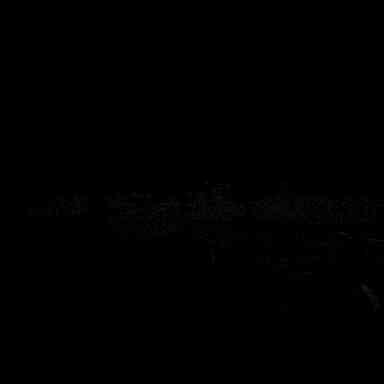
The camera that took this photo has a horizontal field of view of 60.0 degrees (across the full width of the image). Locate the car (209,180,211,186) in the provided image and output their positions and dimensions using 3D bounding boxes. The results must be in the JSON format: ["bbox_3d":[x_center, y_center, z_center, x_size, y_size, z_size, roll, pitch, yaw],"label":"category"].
[{"bbox_3d":[1.985,-2.073,91.638,5.008,1.535,2.097,-2,4,-4],"label":"car"}]

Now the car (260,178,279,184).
[{"bbox_3d":[16.529,-1.677,77.681,5.566,2.045,2.435,-1,4,-4],"label":"car"}]

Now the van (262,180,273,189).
[{"bbox_3d":[13.144,-0.794,66.200,4.442,1.987,1.878,-1,4,-3],"label":"van"}]

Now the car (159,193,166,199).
[{"bbox_3d":[-7.388,0.459,57.719,4.792,1.488,2.163,-2,3,-5],"label":"car"}]

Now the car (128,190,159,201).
[{"bbox_3d":[-8.191,0.680,54.876,4.674,1.452,2.002,-2,3,-5],"label":"car"}]

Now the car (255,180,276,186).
[{"bbox_3d":[20.431,-2.490,92.073,5.366,1.575,1.946,-1,4,-4],"label":"car"}]

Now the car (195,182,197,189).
[{"bbox_3d":[-1.976,-1.031,77.544,5.008,1.535,2.097,-2,3,-4],"label":"car"}]

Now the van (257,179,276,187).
[{"bbox_3d":[19.916,-2.509,89.207,4.442,1.987,1.878,-1,4,-4],"label":"van"}]

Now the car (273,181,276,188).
[{"bbox_3d":[14.789,-0.995,71.936,4.892,1.521,2.231,-1,4,-3],"label":"car"}]

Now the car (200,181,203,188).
[{"bbox_3d":[-0.403,-1.448,83.187,5.008,1.535,2.097,-2,3,-4],"label":"car"}]

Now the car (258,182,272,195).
[{"bbox_3d":[10.341,-0.174,57.601,5.566,2.045,2.435,-1,4,-3],"label":"car"}]

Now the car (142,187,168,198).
[{"bbox_3d":[-6.617,0.096,60.542,4.553,1.767,2.185,-2,4,-5],"label":"car"}]

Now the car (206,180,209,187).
[{"bbox_3d":[1.192,-1.863,88.818,4.892,1.521,2.231,-2,4,-4],"label":"car"}]

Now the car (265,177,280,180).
[{"bbox_3d":[18.200,-2.107,83.447,5.566,2.045,2.435,-1,4,-4],"label":"car"}]

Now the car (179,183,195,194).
[{"bbox_3d":[-2.565,-0.834,74.733,5.366,1.575,1.946,-2,3,-4],"label":"car"}]

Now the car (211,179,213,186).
[{"bbox_3d":[2.801,-2.404,94.448,4.553,1.767,2.185,-2,4,-4],"label":"car"}]

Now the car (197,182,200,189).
[{"bbox_3d":[-1.152,-1.211,80.366,4.792,1.488,2.163,-2,3,-4],"label":"car"}]

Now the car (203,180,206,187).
[{"bbox_3d":[0.398,-1.655,86.002,4.892,1.521,2.231,-2,4,-4],"label":"car"}]
